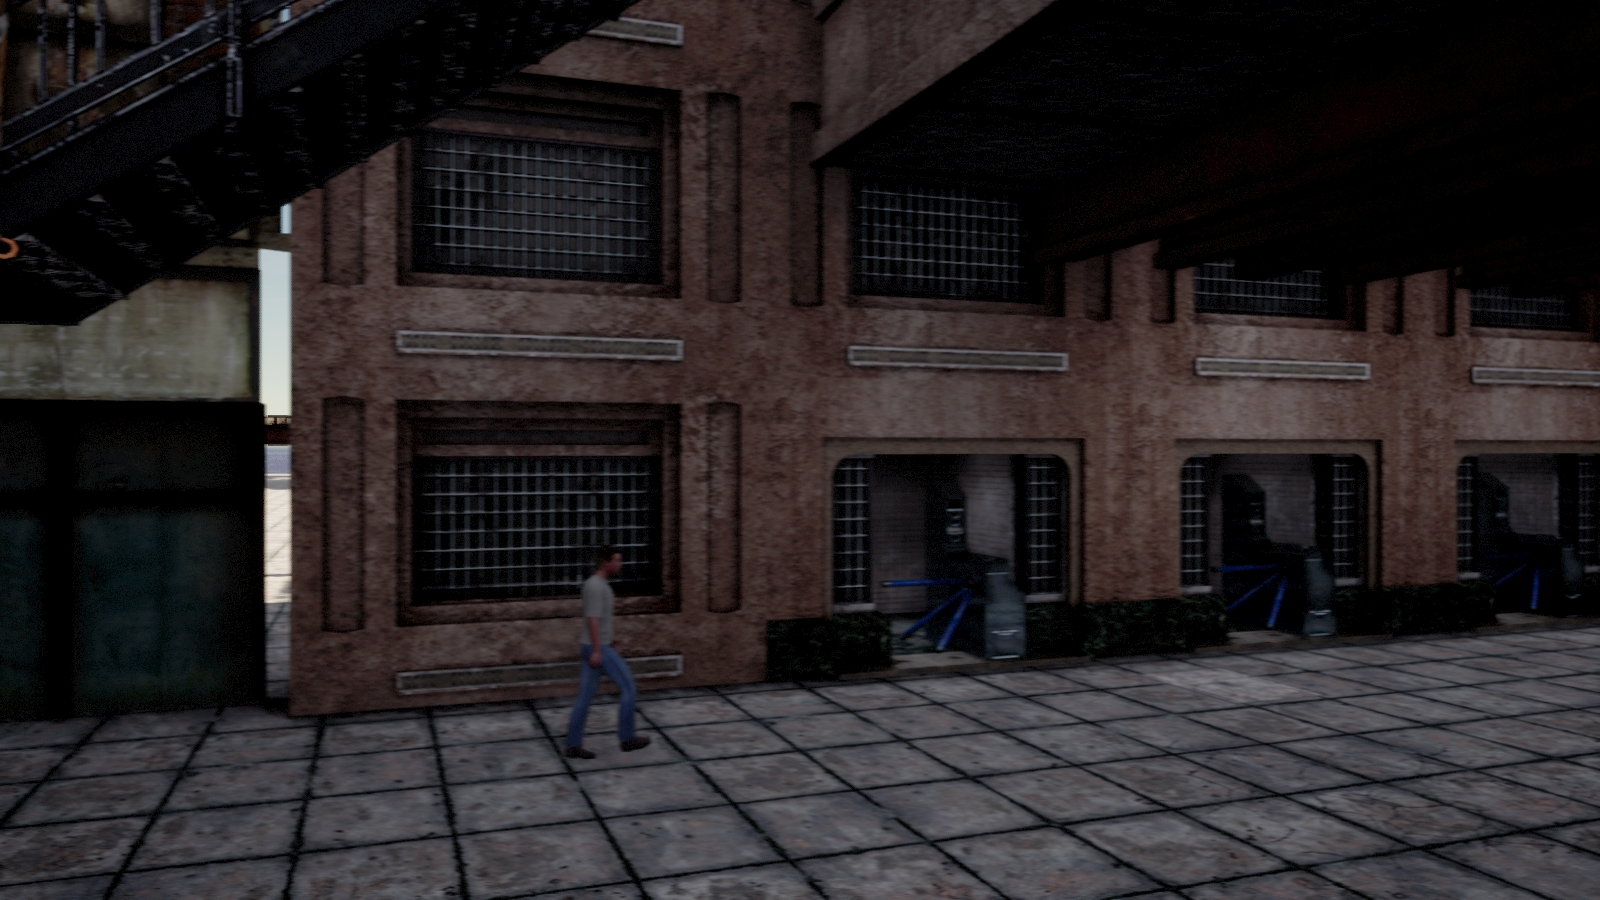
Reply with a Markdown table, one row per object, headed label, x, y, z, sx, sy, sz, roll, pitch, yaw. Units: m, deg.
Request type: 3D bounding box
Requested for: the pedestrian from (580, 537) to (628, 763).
| label | x | y | z | sx | sy | sz | roll | pitch | yaw |
| --- | --- | --- | --- | --- | --- | --- | --- | --- | --- |
| pedestrian | -1.692 | 1.697 | 9.824 | 0.375 | 1.860 | 0.375 | 0 | 0 | -15 |
